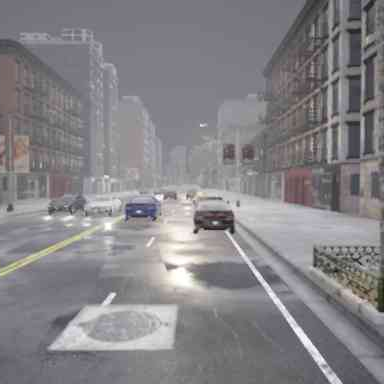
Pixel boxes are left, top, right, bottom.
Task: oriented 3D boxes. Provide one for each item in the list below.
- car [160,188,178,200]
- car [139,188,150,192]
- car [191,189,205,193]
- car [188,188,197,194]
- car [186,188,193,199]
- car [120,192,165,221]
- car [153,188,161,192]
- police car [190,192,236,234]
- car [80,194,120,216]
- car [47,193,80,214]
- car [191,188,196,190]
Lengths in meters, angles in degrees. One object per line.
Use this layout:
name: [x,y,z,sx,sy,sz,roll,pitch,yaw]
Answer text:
car: [-3.099,0.382,48.351,1.837,1.490,4.892,0,1,0]
car: [-9.680,-0.106,67.632,1.837,1.490,4.892,0,2,0]
car: [1.003,0.845,26.744,1.801,1.575,5.366,0,1,0]
car: [0.078,-0.271,73.099,1.895,1.301,4.718,0,1,0]
car: [0.063,0.361,51.683,1.994,1.385,4.181,0,1,1]
car: [-3.126,0.973,22.055,1.882,1.535,5.008,0,1,0]
car: [-6.452,-0.041,65.357,1.837,1.490,4.892,0,1,1]
police car: [0.992,1.043,16.665,1.930,1.638,5.238,0,1,0]
car: [-6.569,0.955,25.000,1.812,1.442,4.674,0,1,0]
car: [-9.816,0.900,26.508,1.837,1.490,4.892,0,1,0]
car: [1.009,0.708,32.742,1.801,1.575,5.366,0,1,0]
